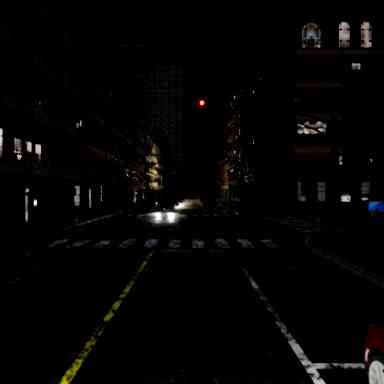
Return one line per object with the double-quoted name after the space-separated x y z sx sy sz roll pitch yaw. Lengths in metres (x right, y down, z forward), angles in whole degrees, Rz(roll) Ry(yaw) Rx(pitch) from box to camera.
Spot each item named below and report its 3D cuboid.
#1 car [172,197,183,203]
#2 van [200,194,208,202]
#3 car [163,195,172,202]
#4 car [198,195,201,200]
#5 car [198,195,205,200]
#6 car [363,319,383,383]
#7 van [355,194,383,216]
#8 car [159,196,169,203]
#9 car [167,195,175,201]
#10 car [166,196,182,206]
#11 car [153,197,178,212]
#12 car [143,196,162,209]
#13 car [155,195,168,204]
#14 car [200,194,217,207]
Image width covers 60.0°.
-2.947 1.607 67.946 1.895 1.301 4.718 0 0 0 "car"
2.756 1.355 78.437 1.690 1.788 3.998 -1 0 0 "van"
-5.623 1.539 78.281 1.752 1.417 4.829 -1 0 0 "car"
2.747 1.557 67.382 2.008 1.369 4.403 -1 0 0 "car"
2.774 1.573 95.022 1.887 1.381 4.507 -1 0 0 "car"
2.682 1.544 1.799 1.887 1.381 4.507 0 0 0 "car"
15.666 1.027 27.357 3.998 1.788 1.690 -1 1 -1 "van"
-5.634 1.588 67.396 1.802 1.307 4.206 -1 0 0 "car"
-5.611 1.605 89.507 1.802 1.307 4.206 -1 0 0 "car"
-3.041 1.504 53.316 1.837 1.490 4.892 0 0 0 "car"
-3.063 1.595 39.349 1.895 1.301 4.718 0 0 0 "car"
-5.655 1.546 45.284 2.008 1.369 4.403 0 0 0 "car"
-5.640 1.443 61.867 1.967 1.590 4.097 -1 0 0 "car"
2.730 1.438 50.798 1.967 1.590 4.097 -1 0 0 "car"
